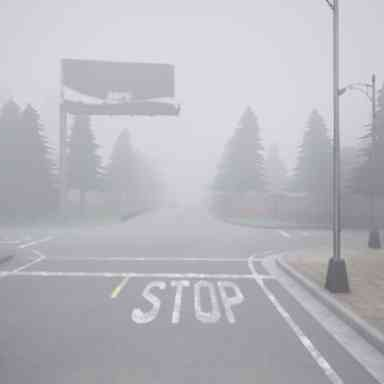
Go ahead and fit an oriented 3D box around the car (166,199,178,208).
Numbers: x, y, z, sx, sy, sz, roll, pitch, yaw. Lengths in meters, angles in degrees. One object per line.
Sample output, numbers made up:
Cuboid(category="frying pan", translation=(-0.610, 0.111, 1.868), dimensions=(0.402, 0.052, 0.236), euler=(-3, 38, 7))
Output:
Cuboid(category="car", translation=(-3.518, 2.015, 59.779), dimensions=(1.837, 1.490, 4.892), euler=(0, 0, 0))
